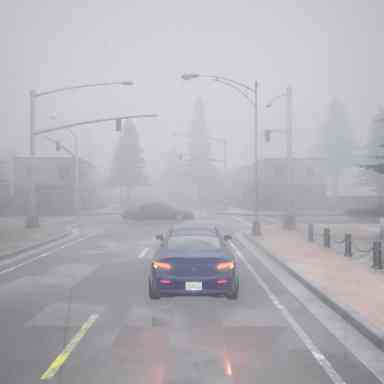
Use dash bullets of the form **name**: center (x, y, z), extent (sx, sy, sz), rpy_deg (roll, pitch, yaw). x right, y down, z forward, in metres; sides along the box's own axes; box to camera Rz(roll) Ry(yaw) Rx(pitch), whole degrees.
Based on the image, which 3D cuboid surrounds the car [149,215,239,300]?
- **car**: center (0.042, 1.526, 8.280), extent (1.812, 1.442, 4.674), rpy_deg (0, 0, 0)

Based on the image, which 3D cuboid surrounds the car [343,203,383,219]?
- **car**: center (15.450, 1.585, 28.152), extent (4.718, 1.301, 1.895), rpy_deg (0, 0, 2)

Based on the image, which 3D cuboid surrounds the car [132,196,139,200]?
- **car**: center (-10.066, 1.470, 62.803), extent (1.837, 1.490, 4.892), rpy_deg (0, 0, -23)

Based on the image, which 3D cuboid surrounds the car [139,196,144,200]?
- **car**: center (-6.675, 1.318, 52.996), extent (2.097, 1.767, 4.553), rpy_deg (0, 0, -15)

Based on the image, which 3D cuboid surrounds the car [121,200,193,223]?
- **car**: center (-2.506, 1.534, 24.931), extent (5.357, 1.411, 2.033), rpy_deg (0, 0, 2)

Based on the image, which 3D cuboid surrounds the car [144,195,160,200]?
- **car**: center (-4.927, 1.443, 43.109), extent (1.882, 1.535, 5.008), rpy_deg (0, 0, -6)
